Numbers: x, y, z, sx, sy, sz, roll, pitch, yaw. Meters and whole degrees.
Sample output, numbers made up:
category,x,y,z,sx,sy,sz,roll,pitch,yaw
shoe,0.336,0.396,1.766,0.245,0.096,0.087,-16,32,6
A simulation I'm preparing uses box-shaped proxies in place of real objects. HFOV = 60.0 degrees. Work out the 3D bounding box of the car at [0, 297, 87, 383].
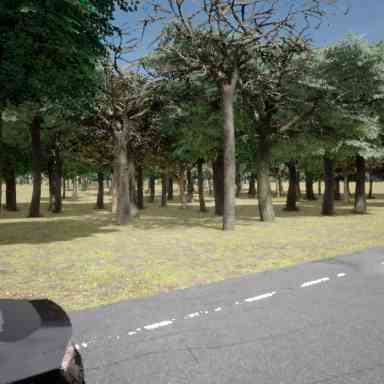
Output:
category,x,y,z,sx,sy,sz,roll,pitch,yaw
car,-3.120,1.492,1.810,4.902,1.511,2.128,0,0,-36
